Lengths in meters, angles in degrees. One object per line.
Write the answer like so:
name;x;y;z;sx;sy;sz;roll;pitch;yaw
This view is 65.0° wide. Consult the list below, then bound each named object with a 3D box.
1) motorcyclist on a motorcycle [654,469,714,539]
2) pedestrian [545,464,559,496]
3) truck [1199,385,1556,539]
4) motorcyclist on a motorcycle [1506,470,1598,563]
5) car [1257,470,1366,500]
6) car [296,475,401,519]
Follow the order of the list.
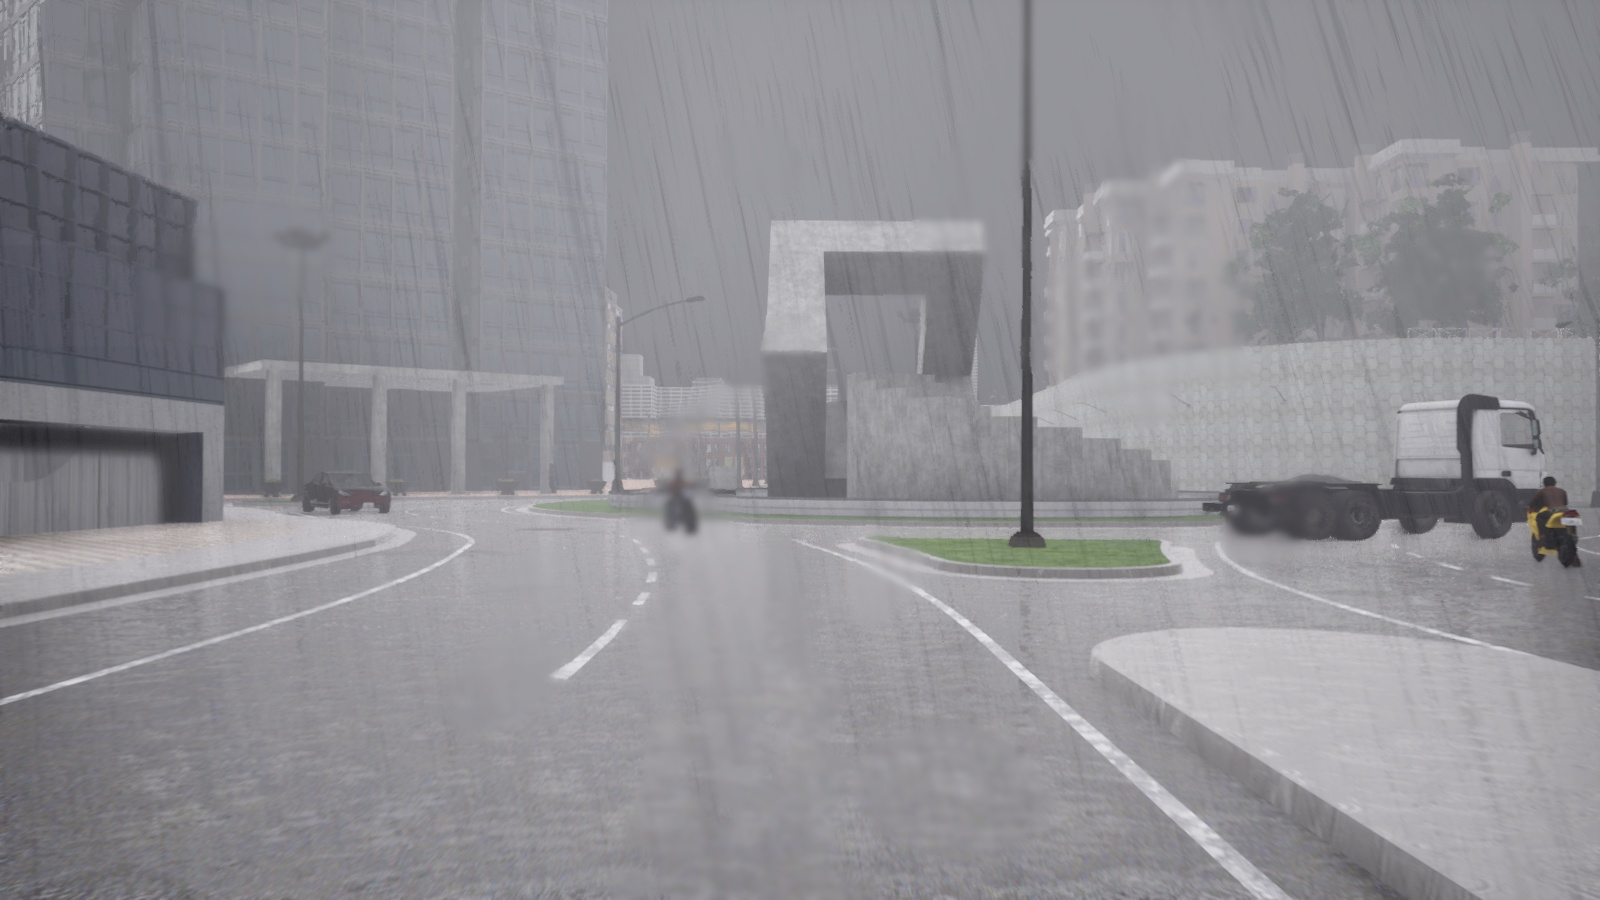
motorcyclist on a motorcycle;-2.879;1.295;30.947;0.766;1.649;2.350;0;-1;-23
pedestrian;-14.779;1.785;74.884;0.694;1.848;0.540;0;-1;-33
truck;14.102;0.291;30.763;7.936;3.462;2.891;0;-1;-16
motorcyclist on a motorcycle;12.906;1.107;21.617;0.797;1.523;2.044;0;-1;14
car;26.412;1.801;64.965;4.892;1.490;1.837;-1;-1;40
car;-16.181;1.630;44.855;2.163;1.488;4.792;1;-1;-38
